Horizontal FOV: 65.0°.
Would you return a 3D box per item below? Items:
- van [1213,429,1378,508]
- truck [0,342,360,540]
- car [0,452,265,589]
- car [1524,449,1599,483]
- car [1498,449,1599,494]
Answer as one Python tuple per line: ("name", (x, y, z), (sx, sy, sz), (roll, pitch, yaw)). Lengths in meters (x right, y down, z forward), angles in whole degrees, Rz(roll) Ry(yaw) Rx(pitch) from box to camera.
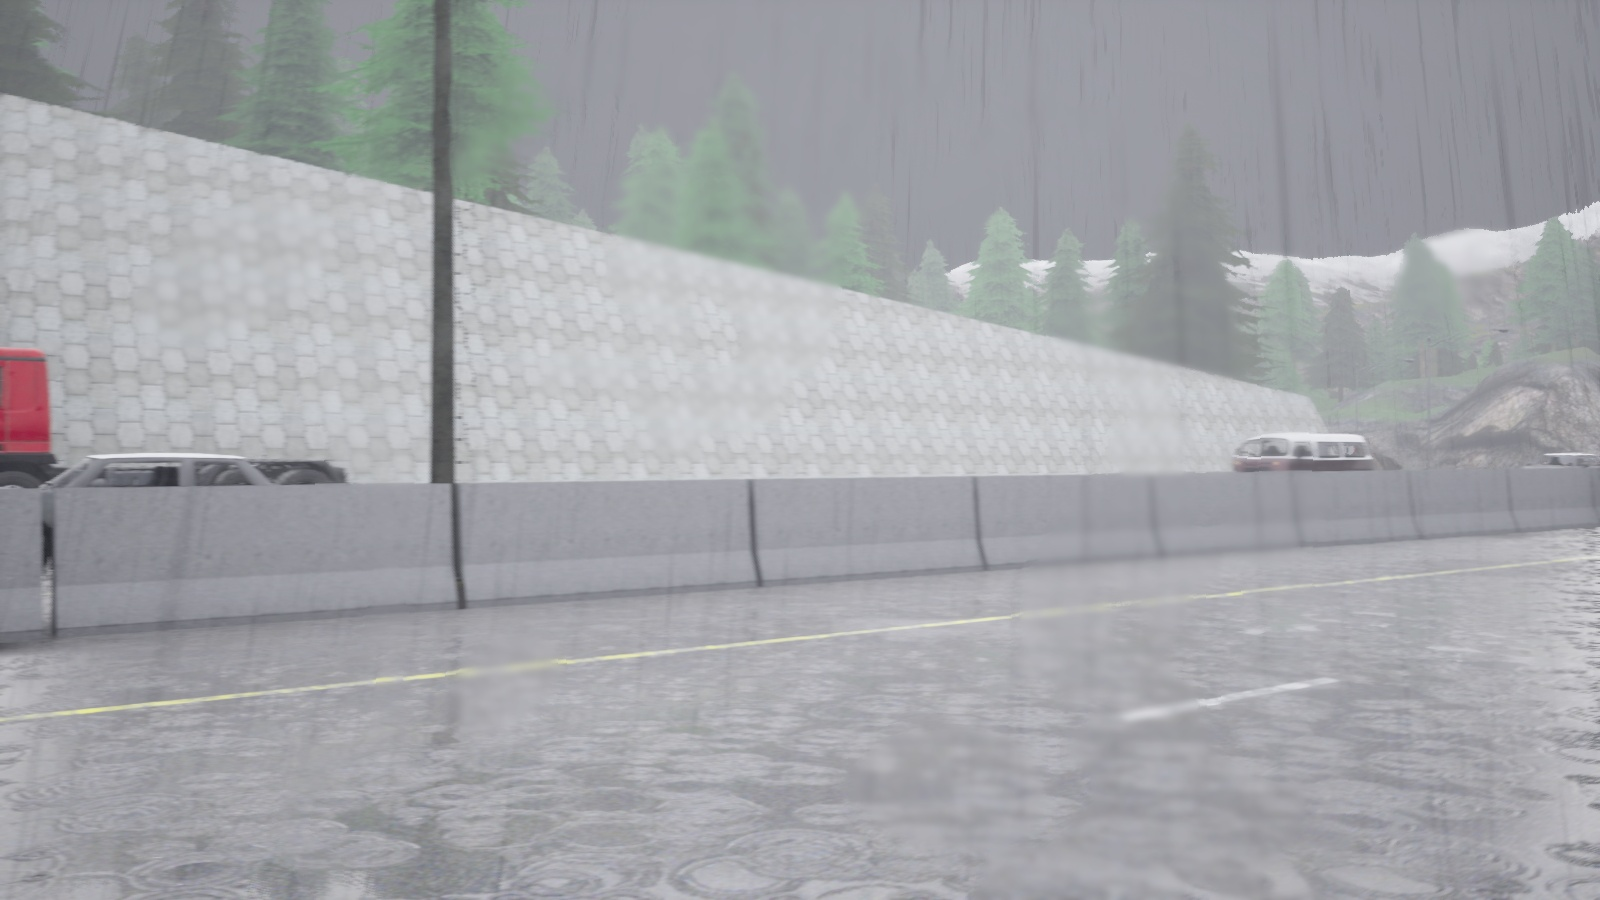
("van", (13.619, 0.488, 34.462), (4.480, 2.038, 2.069), (0, 0, -35))
("truck", (-13.032, -0.153, 24.442), (7.936, 3.462, 2.891), (0, 0, -35))
("car", (-8.536, 0.763, 14.775), (3.806, 1.475, 1.970), (0, 0, -35))
("car", (35.981, 0.712, 58.556), (5.008, 1.535, 1.882), (0, 0, -35))
("car", (25.867, 0.704, 42.987), (3.806, 1.475, 1.970), (0, 0, -35))
